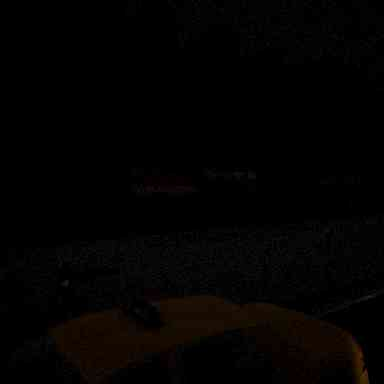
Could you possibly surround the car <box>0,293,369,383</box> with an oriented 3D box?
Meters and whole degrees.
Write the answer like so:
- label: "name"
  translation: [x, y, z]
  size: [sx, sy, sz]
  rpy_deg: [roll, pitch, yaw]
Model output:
- label: "car"
  translation: [-0.597, 1.520, 2.383]
  size: [4.829, 1.417, 1.752]
  rpy_deg: [0, 0, -35]
